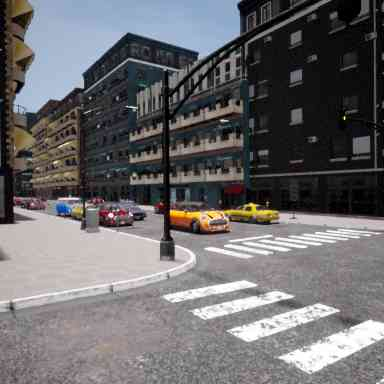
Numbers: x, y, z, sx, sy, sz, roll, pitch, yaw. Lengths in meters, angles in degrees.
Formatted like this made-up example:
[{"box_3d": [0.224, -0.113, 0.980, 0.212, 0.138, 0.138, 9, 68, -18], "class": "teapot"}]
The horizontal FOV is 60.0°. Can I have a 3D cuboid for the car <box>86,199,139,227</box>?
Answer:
[{"box_3d": [-5.787, 1.553, 23.965, 1.967, 1.590, 4.097, -1, 1, -35], "class": "car"}]

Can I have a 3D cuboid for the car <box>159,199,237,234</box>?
[{"box_3d": [0.203, 1.409, 20.022, 2.097, 1.767, 4.553, -1, 0, -35], "class": "car"}]

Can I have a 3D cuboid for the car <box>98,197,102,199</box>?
[{"box_3d": [-15.031, 1.502, 51.358, 1.967, 1.590, 4.097, -1, 1, -35], "class": "car"}]

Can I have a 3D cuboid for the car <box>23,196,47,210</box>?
[{"box_3d": [-21.854, 1.628, 46.494, 1.967, 1.590, 4.097, -1, 1, -35], "class": "car"}]

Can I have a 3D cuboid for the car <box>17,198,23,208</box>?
[{"box_3d": [-25.065, 1.770, 51.000, 1.947, 1.339, 4.313, -1, 1, -35], "class": "car"}]

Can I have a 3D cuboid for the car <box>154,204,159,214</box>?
[{"box_3d": [-2.177, 1.441, 33.335, 1.967, 1.590, 4.097, -1, 1, -35], "class": "car"}]

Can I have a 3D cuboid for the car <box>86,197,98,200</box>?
[{"box_3d": [-12.931, 1.469, 38.469, 2.097, 1.767, 4.553, -1, 0, -35], "class": "car"}]

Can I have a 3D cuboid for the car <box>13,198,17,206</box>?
[{"box_3d": [-31.492, 1.782, 60.012, 1.887, 1.381, 4.507, -1, 1, -35], "class": "car"}]

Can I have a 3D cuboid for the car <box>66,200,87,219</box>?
[{"box_3d": [-8.900, 1.652, 28.333, 1.752, 1.417, 4.829, -1, 1, -35], "class": "car"}]

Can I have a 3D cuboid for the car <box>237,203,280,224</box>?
[{"box_3d": [4.152, 1.498, 24.463, 1.752, 1.417, 4.829, -1, 1, -35], "class": "car"}]

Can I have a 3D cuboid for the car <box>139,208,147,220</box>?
[{"box_3d": [-5.795, 1.631, 28.442, 2.033, 1.411, 5.357, -1, 0, -35], "class": "car"}]

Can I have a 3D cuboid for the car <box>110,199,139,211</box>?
[{"box_3d": [-8.603, 1.581, 42.348, 2.008, 1.369, 4.403, -1, 1, -35], "class": "car"}]

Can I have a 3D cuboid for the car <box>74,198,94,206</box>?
[{"box_3d": [-18.243, 1.644, 55.865, 1.947, 1.339, 4.313, -1, 1, -35], "class": "car"}]

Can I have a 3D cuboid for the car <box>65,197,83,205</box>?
[{"box_3d": [-21.456, 1.645, 60.371, 2.008, 1.369, 4.403, -1, 1, -35], "class": "car"}]

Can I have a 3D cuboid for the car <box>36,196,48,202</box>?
[{"box_3d": [-37.523, 1.728, 82.901, 1.887, 1.381, 4.507, -1, 1, -35], "class": "car"}]

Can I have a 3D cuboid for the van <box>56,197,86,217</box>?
[{"box_3d": [-12.215, 1.483, 32.975, 1.690, 1.788, 3.998, -1, 1, -35], "class": "van"}]
